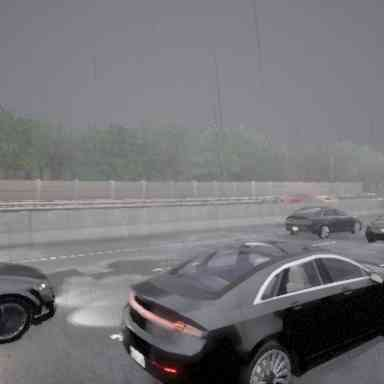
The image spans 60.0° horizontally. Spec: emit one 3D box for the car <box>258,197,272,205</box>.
[{"bbox_3d":[11.679,1.394,46.539,5.357,1.411,2.033,-1,1,-35],"label":"car"}]

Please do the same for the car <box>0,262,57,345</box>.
[{"bbox_3d":[-4.307,1.564,4.971,4.181,1.385,1.994,0,0,-36],"label":"car"}]

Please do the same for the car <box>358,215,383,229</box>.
[{"bbox_3d":[9.595,1.553,14.856,4.181,1.385,1.994,0,0,-35],"label":"car"}]

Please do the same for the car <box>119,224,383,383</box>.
[{"bbox_3d":[1.403,1.489,4.869,4.902,1.511,2.128,0,0,-35],"label":"car"}]

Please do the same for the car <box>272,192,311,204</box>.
[{"bbox_3d":[13.577,1.070,43.596,5.566,2.045,2.150,-1,1,-35],"label":"car"}]

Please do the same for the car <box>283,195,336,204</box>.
[{"bbox_3d":[12.042,1.417,33.961,4.902,1.511,2.128,-1,0,-35],"label":"car"}]

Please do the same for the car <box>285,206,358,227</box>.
[{"bbox_3d":[6.890,1.494,17.229,4.892,1.490,1.837,0,0,-35],"label":"car"}]

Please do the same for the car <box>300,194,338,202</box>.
[{"bbox_3d":[15.974,1.320,41.002,5.008,1.535,1.882,-1,1,-35],"label":"car"}]
